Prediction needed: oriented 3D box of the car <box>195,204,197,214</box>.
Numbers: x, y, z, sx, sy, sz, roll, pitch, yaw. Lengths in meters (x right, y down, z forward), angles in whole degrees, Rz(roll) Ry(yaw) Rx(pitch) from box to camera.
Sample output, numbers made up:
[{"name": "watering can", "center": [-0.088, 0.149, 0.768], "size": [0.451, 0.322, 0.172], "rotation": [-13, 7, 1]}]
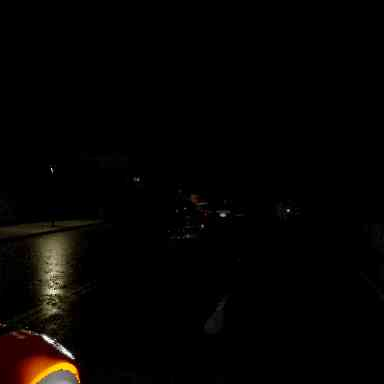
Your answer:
[{"name": "car", "center": [2.143, 1.525, 31.471], "size": [2.033, 1.411, 5.357], "rotation": [0, 0, 15]}]

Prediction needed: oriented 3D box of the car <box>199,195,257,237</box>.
[{"name": "car", "center": [2.178, 1.206, 18.336], "size": [2.150, 2.045, 5.566], "rotation": [0, 0, 15]}]

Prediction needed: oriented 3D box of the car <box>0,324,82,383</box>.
[{"name": "car", "center": [-2.423, 1.352, 1.289], "size": [2.097, 1.767, 4.553], "rotation": [0, 0, 15]}]

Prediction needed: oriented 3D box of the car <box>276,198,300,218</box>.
[{"name": "car", "center": [8.590, 1.542, 29.685], "size": [1.994, 1.385, 4.181], "rotation": [0, 0, 16]}]

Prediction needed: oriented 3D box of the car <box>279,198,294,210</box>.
[{"name": "car", "center": [12.165, 1.491, 42.826], "size": [1.812, 1.442, 4.674], "rotation": [0, 0, 15]}]

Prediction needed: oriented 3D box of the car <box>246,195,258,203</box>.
[{"name": "car", "center": [12.597, 1.468, 69.846], "size": [2.033, 1.411, 5.357], "rotation": [0, 0, 15]}]

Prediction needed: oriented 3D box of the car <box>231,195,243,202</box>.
[{"name": "car", "center": [9.785, 1.465, 71.900], "size": [2.033, 1.411, 5.357], "rotation": [0, 0, 15]}]

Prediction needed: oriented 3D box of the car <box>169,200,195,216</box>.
[{"name": "car", "center": [-0.800, 1.502, 33.035], "size": [1.812, 1.442, 4.674], "rotation": [0, 0, 15]}]
